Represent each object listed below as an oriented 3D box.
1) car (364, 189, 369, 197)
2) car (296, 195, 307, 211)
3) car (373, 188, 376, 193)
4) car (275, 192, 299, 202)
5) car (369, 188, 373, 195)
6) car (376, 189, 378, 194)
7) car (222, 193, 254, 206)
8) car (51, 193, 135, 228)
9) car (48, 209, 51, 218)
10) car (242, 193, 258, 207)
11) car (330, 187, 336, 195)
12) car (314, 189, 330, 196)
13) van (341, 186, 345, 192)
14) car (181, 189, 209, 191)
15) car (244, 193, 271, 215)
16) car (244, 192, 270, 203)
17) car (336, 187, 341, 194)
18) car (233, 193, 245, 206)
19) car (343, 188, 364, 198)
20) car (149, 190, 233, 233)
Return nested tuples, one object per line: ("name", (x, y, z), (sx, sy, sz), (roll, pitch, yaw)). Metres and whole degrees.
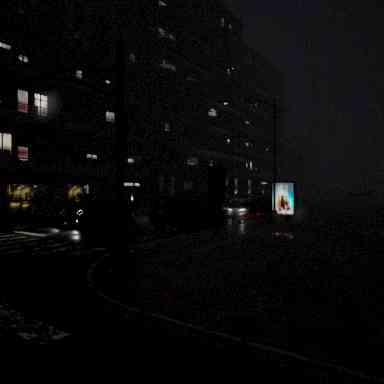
("car", (31.721, 0.098, 63.142), (1.967, 1.590, 4.097), (1, 2, 35))
("car", (9.419, 0.964, 31.359), (1.947, 1.339, 4.313), (1, 2, 35))
("car", (38.093, -0.012, 72.227), (1.887, 1.381, 4.507), (1, 2, 35))
("car", (13.416, 0.664, 47.036), (1.994, 1.385, 4.181), (0, 1, 35))
("car", (34.907, 0.095, 67.686), (1.887, 1.381, 4.507), (1, 2, 35))
("car", (44.464, -0.221, 81.309), (2.008, 1.369, 4.403), (1, 2, 35))
("car", (5.707, 0.828, 40.659), (2.008, 1.369, 4.403), (2, 2, 35))
("car", (-5.642, 1.075, 19.996), (2.097, 1.767, 4.553), (0, 1, 35))
("car", (-7.032, 1.009, 22.492), (2.192, 1.841, 5.009), (1, 2, 35))
("car", (7.107, 1.000, 32.597), (1.895, 1.301, 4.718), (0, 1, 35))
("car", (31.189, -0.028, 76.978), (1.887, 1.381, 4.507), (2, 2, 35))
("car", (28.004, -0.025, 72.434), (1.967, 1.590, 4.097), (2, 2, 35))
("van", (37.561, -0.446, 86.052), (1.690, 1.788, 3.998), (2, 2, 35))
("car", (-0.002, 0.761, 28.026), (2.150, 2.045, 5.566), (0, 1, 36))
("car", (6.233, 1.069, 26.818), (1.947, 1.339, 4.313), (1, 2, 35))
("car", (8.892, 0.754, 45.199), (1.802, 1.307, 4.206), (2, 2, 35))
("car", (34.376, -0.240, 81.515), (1.967, 1.590, 4.097), (2, 2, 35))
("car", (5.729, 0.878, 36.180), (1.812, 1.442, 4.674), (0, 1, 36))
("car", (28.536, 0.308, 58.604), (1.887, 1.381, 4.507), (1, 2, 35))
("car", (-0.137, 1.026, 17.730), (2.192, 1.841, 5.009), (1, 2, 35))
